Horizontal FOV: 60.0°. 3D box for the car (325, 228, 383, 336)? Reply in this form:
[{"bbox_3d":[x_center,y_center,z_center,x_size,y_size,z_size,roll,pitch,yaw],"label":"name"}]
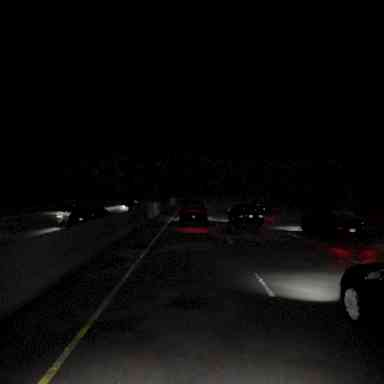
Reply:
[{"bbox_3d":[3.599,1.503,4.119,1.837,1.490,4.892,0,0,0],"label":"car"}]

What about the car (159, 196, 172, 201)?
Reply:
[{"bbox_3d":[-4.933,1.545,65.632,2.033,1.411,5.357,0,0,11],"label":"car"}]

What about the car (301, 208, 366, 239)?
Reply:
[{"bbox_3d":[7.095,1.518,17.011,1.812,1.442,4.674,0,0,0],"label":"car"}]

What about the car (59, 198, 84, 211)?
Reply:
[{"bbox_3d":[-14.070,1.457,39.608,1.882,1.535,5.008,0,0,1],"label":"car"}]

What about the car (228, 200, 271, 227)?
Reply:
[{"bbox_3d":[3.593,1.536,22.829,2.033,1.411,5.357,0,0,0],"label":"car"}]

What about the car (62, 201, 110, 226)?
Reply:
[{"bbox_3d":[-7.105,1.552,23.239,1.994,1.385,4.181,0,0,0],"label":"car"}]

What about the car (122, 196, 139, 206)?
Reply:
[{"bbox_3d":[-10.039,1.463,54.644,2.128,1.511,4.902,0,0,6],"label":"car"}]

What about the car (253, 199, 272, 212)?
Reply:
[{"bbox_3d":[7.089,1.474,35.101,2.128,1.511,4.902,0,0,0],"label":"car"}]

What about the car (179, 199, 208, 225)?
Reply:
[{"bbox_3d":[0.096,1.466,23.864,1.882,1.535,5.008,0,-1,0],"label":"car"}]
